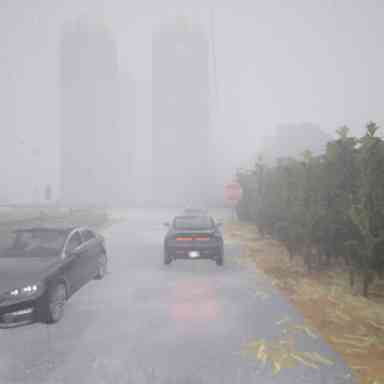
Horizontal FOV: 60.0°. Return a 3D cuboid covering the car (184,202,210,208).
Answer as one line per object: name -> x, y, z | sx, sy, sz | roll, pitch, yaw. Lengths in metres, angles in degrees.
car -> 0.327, 1.510, 25.633 | 1.812, 1.442, 4.674 | 0, 0, 7

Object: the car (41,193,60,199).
car -> -37.600, 1.153, 87.947 | 3.866, 1.878, 1.905 | 0, 0, -1

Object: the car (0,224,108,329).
car -> -3.214, 1.512, 7.261 | 2.128, 1.511, 4.902 | 0, 0, 0

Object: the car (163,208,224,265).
car -> 0.042, 1.519, 11.745 | 1.837, 1.490, 4.892 | 0, 0, 0

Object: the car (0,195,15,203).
car -> -37.225, 1.384, 63.744 | 4.611, 1.667, 2.242 | 0, 0, -1
